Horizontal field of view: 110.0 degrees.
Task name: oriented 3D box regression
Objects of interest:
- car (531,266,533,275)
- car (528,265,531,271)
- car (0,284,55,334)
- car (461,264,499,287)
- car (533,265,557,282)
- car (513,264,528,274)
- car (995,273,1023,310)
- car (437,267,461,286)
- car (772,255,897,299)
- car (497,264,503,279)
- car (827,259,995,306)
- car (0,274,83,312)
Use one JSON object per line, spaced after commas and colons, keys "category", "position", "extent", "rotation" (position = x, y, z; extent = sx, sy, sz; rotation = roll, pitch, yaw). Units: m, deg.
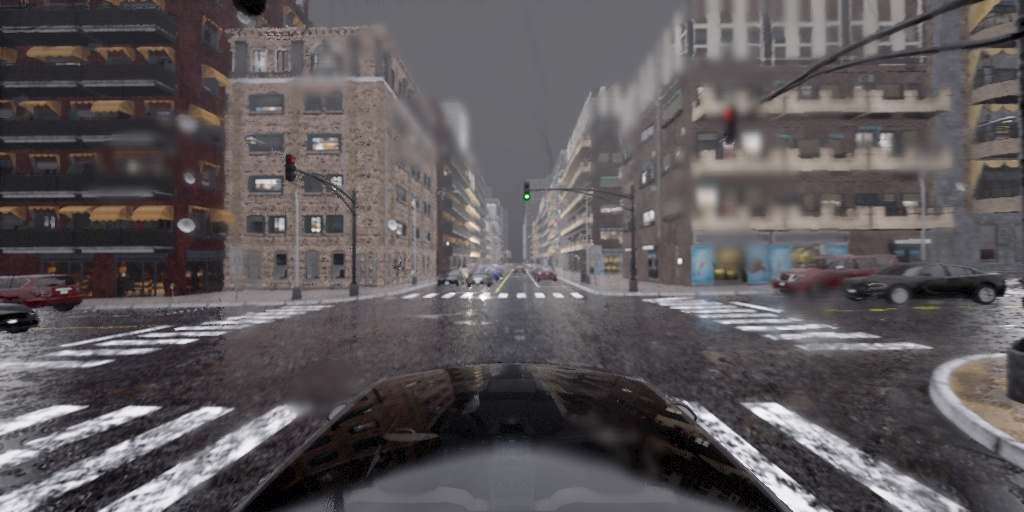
{"category": "car", "position": [3.518, 1.803, 41.650], "extent": [1.967, 1.591, 4.097], "rotation": [0, 0, 1]}
{"category": "car", "position": [3.743, 2.125, 53.012], "extent": [1.802, 1.307, 4.207], "rotation": [0, 0, 1]}
{"category": "car", "position": [-17.653, 1.807, 10.963], "extent": [4.892, 1.490, 1.837], "rotation": [-1, -1, 1]}
{"category": "car", "position": [-2.522, 1.692, 29.283], "extent": [2.128, 1.511, 4.902], "rotation": [0, -1, 1]}
{"category": "car", "position": [3.406, 1.713, 35.970], "extent": [1.967, 1.591, 4.097], "rotation": [0, 0, 1]}
{"category": "car", "position": [1.261, 2.169, 58.364], "extent": [1.812, 1.442, 4.674], "rotation": [0, -1, 1]}
{"category": "car", "position": [14.874, 0.794, 8.019], "extent": [5.009, 1.841, 2.192], "rotation": [0, 0, 1]}
{"category": "car", "position": [-5.085, 1.799, 30.452], "extent": [1.948, 1.339, 4.313], "rotation": [0, 0, 1]}
{"category": "car", "position": [14.905, 0.907, 16.399], "extent": [5.009, 1.841, 2.192], "rotation": [0, 0, 1]}
{"category": "car", "position": [-2.335, 1.826, 38.702], "extent": [1.882, 1.535, 5.008], "rotation": [0, -1, 1]}
{"category": "car", "position": [15.603, 1.018, 13.813], "extent": [5.008, 1.535, 1.882], "rotation": [-1, -1, 1]}
{"category": "car", "position": [-23.265, 1.830, 16.772], "extent": [5.009, 1.841, 2.192], "rotation": [0, 0, 1]}
